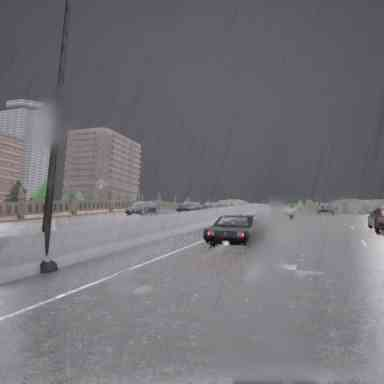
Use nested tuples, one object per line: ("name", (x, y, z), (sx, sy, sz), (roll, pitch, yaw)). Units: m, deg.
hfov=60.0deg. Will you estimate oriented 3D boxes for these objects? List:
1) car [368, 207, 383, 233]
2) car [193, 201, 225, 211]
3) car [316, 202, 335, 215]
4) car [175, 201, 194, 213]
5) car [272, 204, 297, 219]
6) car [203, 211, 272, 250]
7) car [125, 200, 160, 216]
("car", (11.629, 1.608, 19.643), (1.812, 1.442, 4.674), (0, 0, 22))
("car", (2.069, 1.720, 33.862), (1.994, 1.385, 4.181), (0, 0, 22))
("car", (15.484, 1.883, 38.581), (2.033, 1.411, 5.357), (0, -2, 22))
("car", (-0.044, 1.742, 37.947), (2.033, 1.411, 5.357), (0, -1, 22))
("car", (8.712, 1.741, 31.136), (1.895, 1.301, 4.718), (0, 0, 22))
("car", (2.140, 1.669, 14.820), (1.895, 1.301, 4.718), (0, 0, 22))
("car", (-5.105, 1.669, 34.800), (1.837, 1.490, 4.892), (0, 0, 22))
